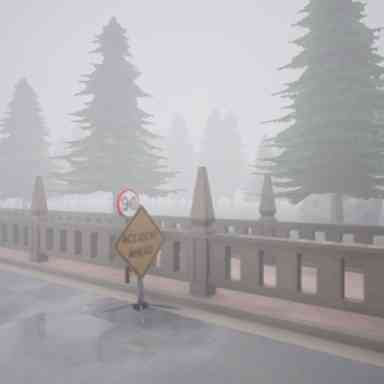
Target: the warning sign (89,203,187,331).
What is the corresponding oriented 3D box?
[{"bbox_3d":[-0.909,1.152,5.810,1.060,1.860,1.300,-1,0,36],"label":"warning sign"}]
